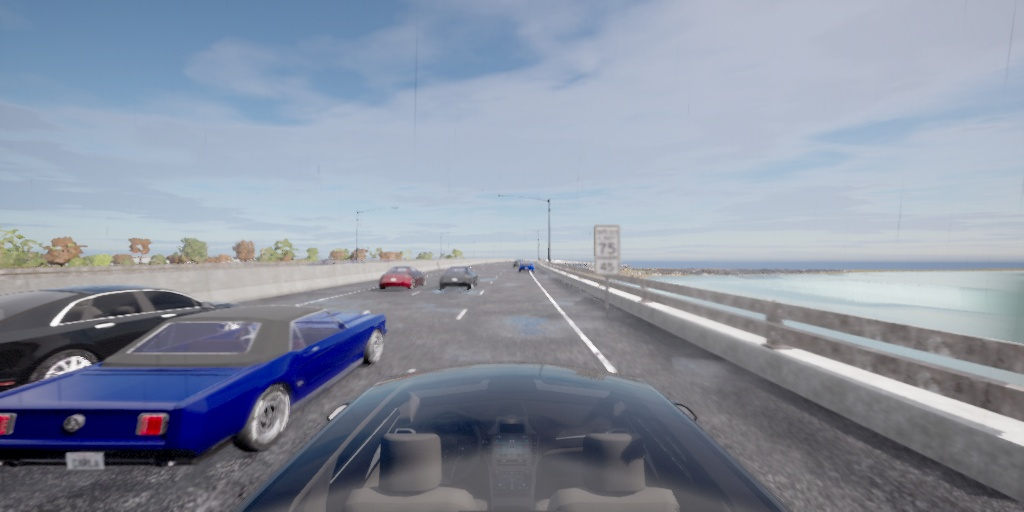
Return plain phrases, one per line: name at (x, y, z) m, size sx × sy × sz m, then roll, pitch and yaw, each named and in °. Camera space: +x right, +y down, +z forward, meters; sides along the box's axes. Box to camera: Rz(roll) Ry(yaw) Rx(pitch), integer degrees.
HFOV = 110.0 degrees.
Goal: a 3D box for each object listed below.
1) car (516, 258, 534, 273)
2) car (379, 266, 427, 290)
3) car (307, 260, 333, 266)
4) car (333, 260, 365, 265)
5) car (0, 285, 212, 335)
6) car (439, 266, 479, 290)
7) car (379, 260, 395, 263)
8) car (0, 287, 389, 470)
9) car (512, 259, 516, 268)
car at (1.759, 1.261, 44.373) m, size 1.882 × 1.535 × 5.008 m, roll 0°, pitch 0°, yaw 1°
car at (-6.763, 1.318, 22.551) m, size 1.994 × 1.385 × 4.181 m, roll 0°, pitch 0°, yaw 1°
car at (-24.002, 1.265, 45.511) m, size 2.128 × 1.511 × 4.902 m, roll 0°, pitch 0°, yaw 2°
car at (-20.488, 1.267, 46.238) m, size 2.128 × 1.511 × 4.902 m, roll 0°, pitch 0°, yaw 2°
car at (-6.886, 1.251, 6.250) m, size 1.837 × 1.490 × 4.892 m, roll 0°, pitch 0°, yaw 0°
car at (-3.262, 1.321, 22.598) m, size 1.994 × 1.385 × 4.181 m, roll 0°, pitch 0°, yaw 1°
car at (-16.929, 1.258, 48.297) m, size 1.882 × 1.535 × 5.008 m, roll 0°, pitch 0°, yaw 2°
car at (-3.391, 1.349, 5.079) m, size 1.895 × 1.301 × 4.718 m, roll 0°, pitch 0°, yaw 0°
car at (1.100, 1.304, 63.167) m, size 2.128 × 1.511 × 4.902 m, roll 0°, pitch 0°, yaw 2°
